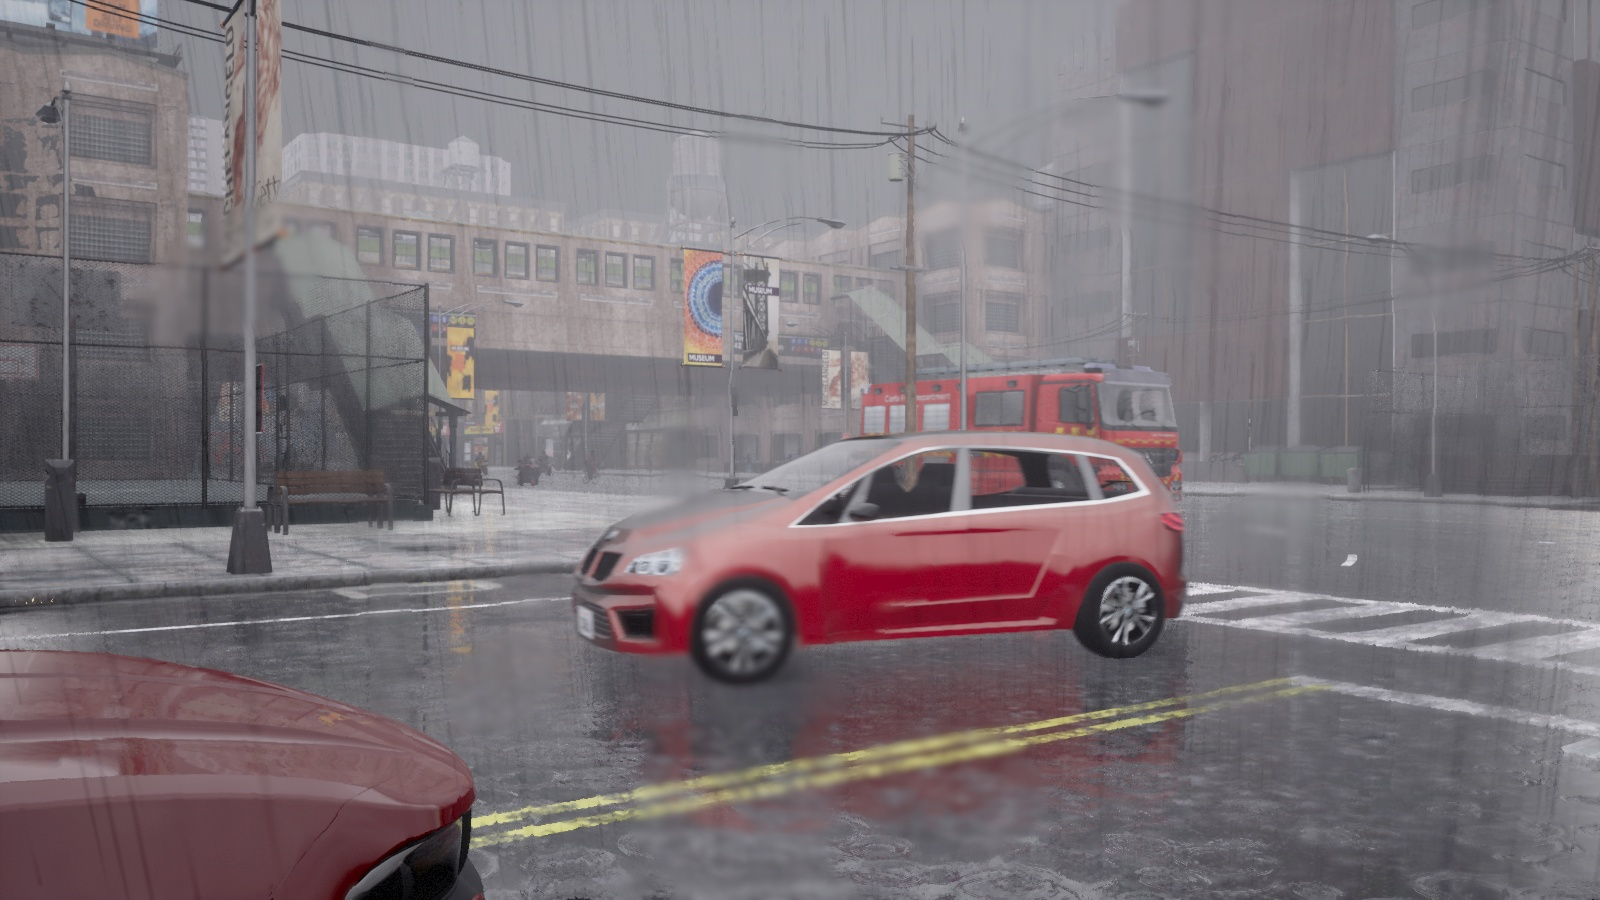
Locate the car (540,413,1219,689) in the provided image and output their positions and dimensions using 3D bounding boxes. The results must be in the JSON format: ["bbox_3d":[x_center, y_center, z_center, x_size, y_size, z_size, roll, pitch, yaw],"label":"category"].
[{"bbox_3d":[0.559,0.611,9.502,4.611,1.667,2.242,0,0,-22],"label":"car"}]

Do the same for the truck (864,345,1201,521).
[{"bbox_3d":[5.501,-0.355,31.450,2.891,3.827,8.468,0,0,-39],"label":"truck"}]

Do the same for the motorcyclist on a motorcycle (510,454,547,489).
[{"bbox_3d":[-12.198,0.944,56.443,0.866,1.530,2.191,0,0,-35],"label":"motorcyclist on a motorcycle"}]

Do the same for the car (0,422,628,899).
[{"bbox_3d":[-2.898,0.733,1.605,5.008,1.535,1.882,0,0,-36],"label":"car"}]
